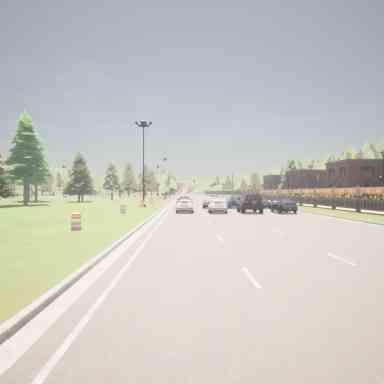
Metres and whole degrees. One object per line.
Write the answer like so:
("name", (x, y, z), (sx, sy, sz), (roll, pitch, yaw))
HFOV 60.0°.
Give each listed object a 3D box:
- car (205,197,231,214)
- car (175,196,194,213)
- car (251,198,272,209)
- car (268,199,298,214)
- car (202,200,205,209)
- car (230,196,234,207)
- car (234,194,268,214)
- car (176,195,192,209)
("car", (2.717, 1.526, 35.679), (1.812, 1.442, 4.674), (0, 0, -1))
("car", (-0.798, 1.526, 36.253), (1.812, 1.442, 4.674), (0, 0, -1))
("car", (9.432, 1.564, 45.417), (1.994, 1.385, 4.181), (0, 0, -1))
("car", (9.718, 1.491, 35.428), (2.128, 1.511, 4.902), (0, 0, -1))
("car", (2.424, 1.601, 45.788), (1.895, 1.301, 4.718), (0, 0, -1))
("car", (5.920, 1.352, 46.298), (2.097, 1.767, 4.553), (0, 0, -1))
("car", (6.204, 1.221, 35.822), (2.150, 2.045, 5.566), (0, 0, 0))
("car", (-1.079, 1.352, 46.264), (2.097, 1.767, 4.553), (0, 0, -1))
